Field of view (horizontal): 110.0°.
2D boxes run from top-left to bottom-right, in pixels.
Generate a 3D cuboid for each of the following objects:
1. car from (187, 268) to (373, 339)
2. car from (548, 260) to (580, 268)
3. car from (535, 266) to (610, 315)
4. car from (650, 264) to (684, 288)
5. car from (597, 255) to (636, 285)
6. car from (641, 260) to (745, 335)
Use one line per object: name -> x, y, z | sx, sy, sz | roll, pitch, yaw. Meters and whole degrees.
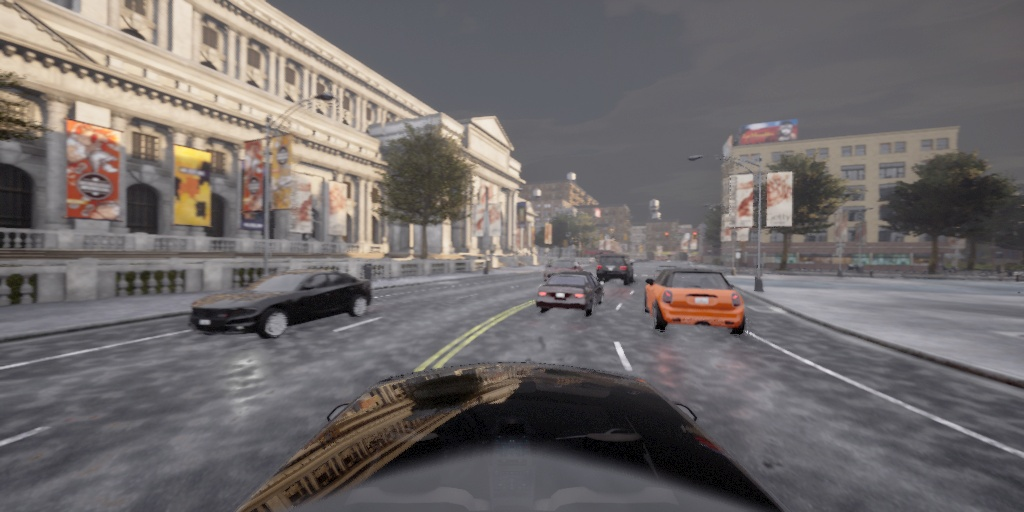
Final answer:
car -> -5.979, 1.132, 10.044 | 1.882, 1.535, 5.008 | 0, 0, 13
car -> 3.911, 1.079, 27.021 | 2.097, 1.767, 4.553 | 1, 0, 23
car -> 2.370, 1.293, 13.710 | 2.033, 1.411, 5.357 | 1, 0, 20
car -> 11.338, 1.368, 26.272 | 2.033, 1.411, 5.357 | 1, 0, 23
car -> 7.669, 0.992, 26.571 | 2.150, 2.045, 5.566 | 1, 0, 23
car -> 5.329, 1.140, 11.053 | 2.097, 1.767, 4.553 | 1, 0, 16
